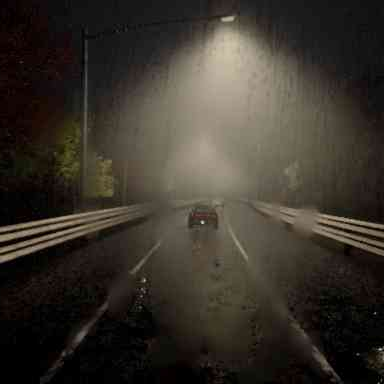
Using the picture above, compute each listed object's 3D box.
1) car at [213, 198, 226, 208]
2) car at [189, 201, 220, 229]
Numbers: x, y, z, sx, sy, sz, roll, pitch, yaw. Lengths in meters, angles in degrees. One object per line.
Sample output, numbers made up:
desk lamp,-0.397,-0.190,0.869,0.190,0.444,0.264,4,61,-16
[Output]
car,4.407,1.777,54.638,1.812,1.442,4.674,0,0,7
car,0.829,1.590,22.661,1.837,1.490,4.892,0,0,4
